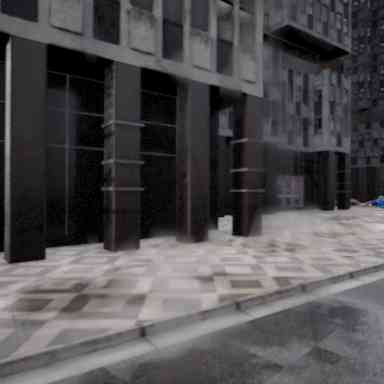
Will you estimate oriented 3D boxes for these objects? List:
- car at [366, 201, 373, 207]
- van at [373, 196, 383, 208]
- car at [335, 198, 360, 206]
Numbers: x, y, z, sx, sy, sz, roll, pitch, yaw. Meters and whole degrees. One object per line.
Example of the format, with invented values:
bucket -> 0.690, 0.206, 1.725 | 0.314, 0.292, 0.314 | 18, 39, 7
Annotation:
car -> 29.848, 1.678, 52.467 | 2.008, 1.369, 4.403 | 0, 0, -35
van -> 26.177, 1.365, 42.918 | 1.690, 1.788, 3.998 | 0, 0, -35
car -> 26.575, 1.748, 57.071 | 1.802, 1.307, 4.206 | 0, 0, -35
